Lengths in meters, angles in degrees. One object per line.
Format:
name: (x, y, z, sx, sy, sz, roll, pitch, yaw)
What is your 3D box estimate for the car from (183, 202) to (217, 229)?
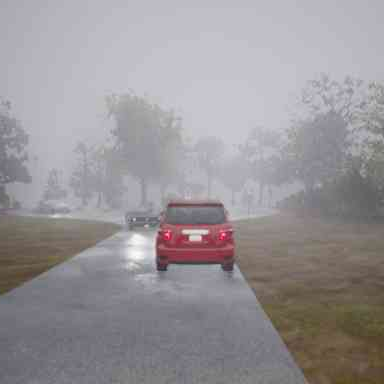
car: (0.683, 1.509, 23.094, 1.882, 1.535, 5.008, 0, 0, 7)

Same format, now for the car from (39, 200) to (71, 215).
car: (-14.650, 1.574, 35.290, 4.674, 1.442, 1.812, 0, 0, 43)

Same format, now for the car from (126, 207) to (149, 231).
car: (-3.119, 1.630, 21.108, 1.895, 1.301, 4.718, 0, 0, -15)

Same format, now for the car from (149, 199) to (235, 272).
car: (0.092, 1.237, 10.943, 2.150, 2.045, 5.566, 0, 0, 0)
